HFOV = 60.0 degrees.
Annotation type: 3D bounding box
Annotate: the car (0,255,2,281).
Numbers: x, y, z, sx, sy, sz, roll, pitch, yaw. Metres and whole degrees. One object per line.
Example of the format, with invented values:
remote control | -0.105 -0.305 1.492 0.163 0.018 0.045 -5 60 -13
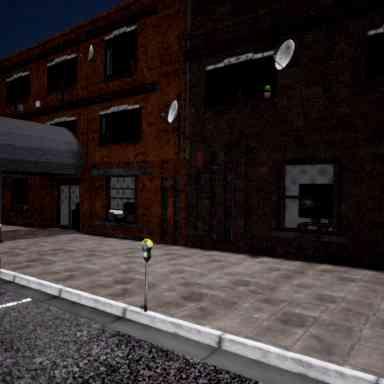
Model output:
car | -6.358 1.503 7.893 4.892 1.490 1.837 0 0 36
